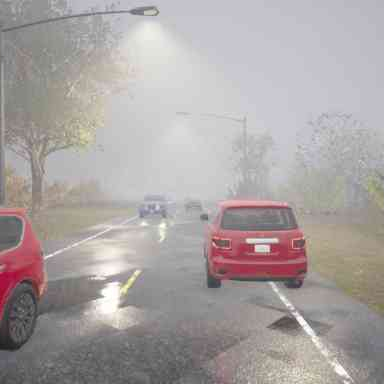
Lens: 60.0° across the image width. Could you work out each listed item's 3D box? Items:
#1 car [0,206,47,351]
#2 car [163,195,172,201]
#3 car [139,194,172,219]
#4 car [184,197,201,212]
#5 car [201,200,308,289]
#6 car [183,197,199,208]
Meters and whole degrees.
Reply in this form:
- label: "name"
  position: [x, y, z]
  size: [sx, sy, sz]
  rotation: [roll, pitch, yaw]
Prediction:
- label: "car"
  position: [-3.534, 1.220, 3.306]
  size: [2.150, 2.045, 5.566]
  rotation: [0, 0, 2]
- label: "car"
  position: [-5.546, 1.366, 76.071]
  size: [1.994, 1.385, 4.181]
  rotation: [0, 0, -5]
- label: "car"
  position: [-3.239, 1.182, 29.198]
  size: [2.150, 2.045, 5.566]
  rotation: [0, 0, -1]
- label: "car"
  position: [0.172, 1.441, 38.591]
  size: [1.837, 1.490, 4.892]
  rotation: [0, 0, -2]
- label: "car"
  position: [1.455, 1.217, 9.325]
  size: [2.150, 2.045, 5.566]
  rotation: [0, 0, 1]
- label: "car"
  position: [-0.213, 1.456, 48.945]
  size: [2.033, 1.411, 5.357]
  rotation: [0, 0, -2]
